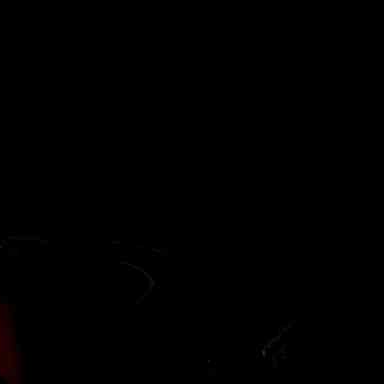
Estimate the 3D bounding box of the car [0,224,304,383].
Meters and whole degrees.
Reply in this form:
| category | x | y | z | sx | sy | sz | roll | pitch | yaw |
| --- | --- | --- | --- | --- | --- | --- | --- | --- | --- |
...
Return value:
| category | x | y | z | sx | sy | sz | roll | pitch | yaw |
| --- | --- | --- | --- | --- | --- | --- | --- | --- | --- |
| car | -1.291 | 1.314 | 3.886 | 5.009 | 1.841 | 2.192 | 0 | 0 | 35 |
